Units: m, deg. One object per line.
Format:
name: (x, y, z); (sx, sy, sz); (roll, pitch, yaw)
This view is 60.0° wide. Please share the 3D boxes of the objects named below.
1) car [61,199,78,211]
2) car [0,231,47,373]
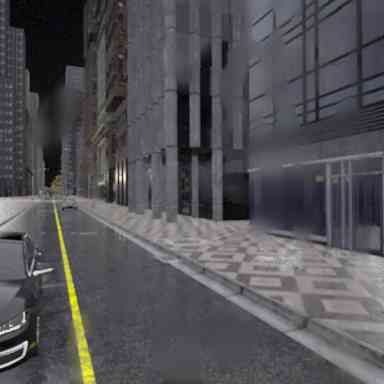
car: (-15.285, 1.573, 41.465); (2.033, 1.411, 5.357); (0, 0, -23)
car: (-3.552, 1.508, 5.626); (1.837, 1.490, 4.892); (0, 0, -23)
